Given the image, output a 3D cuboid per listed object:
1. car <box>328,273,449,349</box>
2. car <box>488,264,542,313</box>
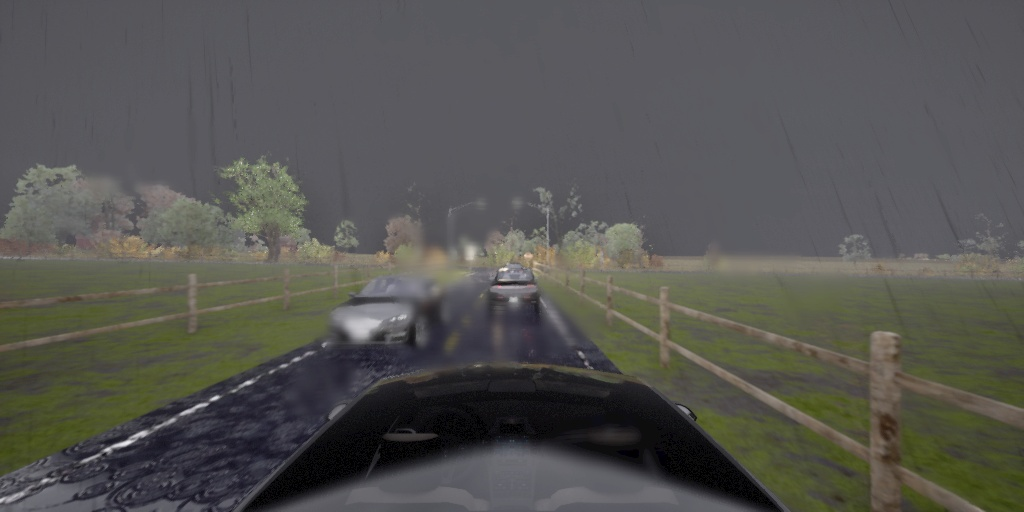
[{"bbox_3d":[-2.850,1.228,9.250,2.128,1.511,4.902,0,0,0],"label":"car"},{"bbox_3d":[0.102,1.221,13.900,2.128,1.511,4.902,0,0,0],"label":"car"}]
